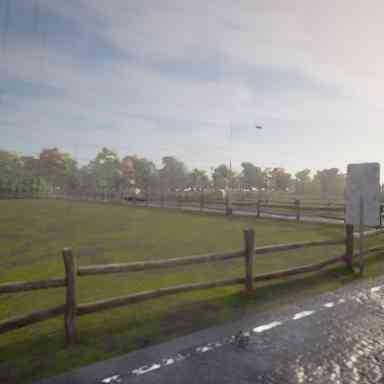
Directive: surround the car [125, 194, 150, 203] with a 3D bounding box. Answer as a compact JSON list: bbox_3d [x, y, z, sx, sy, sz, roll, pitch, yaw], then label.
[{"bbox_3d":[-8.065,0.978,48.974,1.895,1.301,4.718,1,0,-36],"label":"car"}]
